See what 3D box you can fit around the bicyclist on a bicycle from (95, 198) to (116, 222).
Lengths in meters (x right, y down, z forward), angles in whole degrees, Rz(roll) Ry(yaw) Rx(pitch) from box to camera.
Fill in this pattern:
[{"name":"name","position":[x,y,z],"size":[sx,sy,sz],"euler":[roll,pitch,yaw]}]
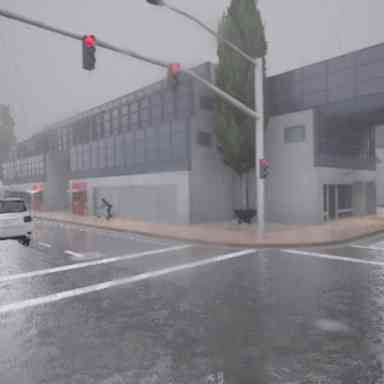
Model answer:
[{"name":"bicyclist on a bicycle","position":[-5.953,1.234,22.935],"size":[1.656,1.620,0.582],"euler":[-2,1,-42]}]

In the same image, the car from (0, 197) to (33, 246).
[{"name":"car","position":[-8.816,1.267,14.593],"size":[2.150,2.045,5.566],"euler":[-1,1,-43]}]
